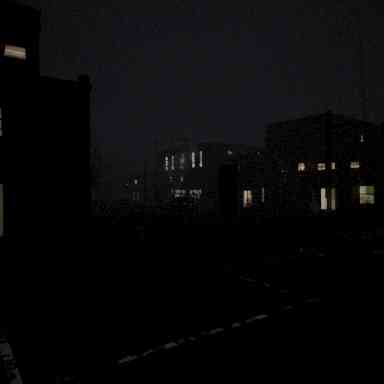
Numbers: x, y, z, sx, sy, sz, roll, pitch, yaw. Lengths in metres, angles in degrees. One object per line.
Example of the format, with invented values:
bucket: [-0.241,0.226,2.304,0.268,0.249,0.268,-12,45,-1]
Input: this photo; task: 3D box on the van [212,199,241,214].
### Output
van: [4.051,1.707,39.694,1.690,1.788,3.998,-2,0,-36]

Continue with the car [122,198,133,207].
car: [-12.638,2.084,62.546,2.192,1.841,5.009,-2,0,-36]

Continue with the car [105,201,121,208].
car: [-15.968,2.432,67.116,1.802,1.307,4.206,-2,0,-36]

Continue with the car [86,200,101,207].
car: [-22.644,2.594,76.257,1.802,1.307,4.206,-2,0,-36]

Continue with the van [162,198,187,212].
van: [-2.624,1.868,48.834,1.690,1.788,3.998,-2,0,-36]

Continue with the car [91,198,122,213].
car: [-12.728,2.001,48.516,2.192,1.841,5.009,-2,0,-36]

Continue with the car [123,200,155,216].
car: [-5.947,2.047,39.239,1.752,1.417,4.829,-2,0,-36]

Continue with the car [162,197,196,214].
car: [-1.716,1.700,43.219,2.150,2.045,5.566,-1,0,-36]
